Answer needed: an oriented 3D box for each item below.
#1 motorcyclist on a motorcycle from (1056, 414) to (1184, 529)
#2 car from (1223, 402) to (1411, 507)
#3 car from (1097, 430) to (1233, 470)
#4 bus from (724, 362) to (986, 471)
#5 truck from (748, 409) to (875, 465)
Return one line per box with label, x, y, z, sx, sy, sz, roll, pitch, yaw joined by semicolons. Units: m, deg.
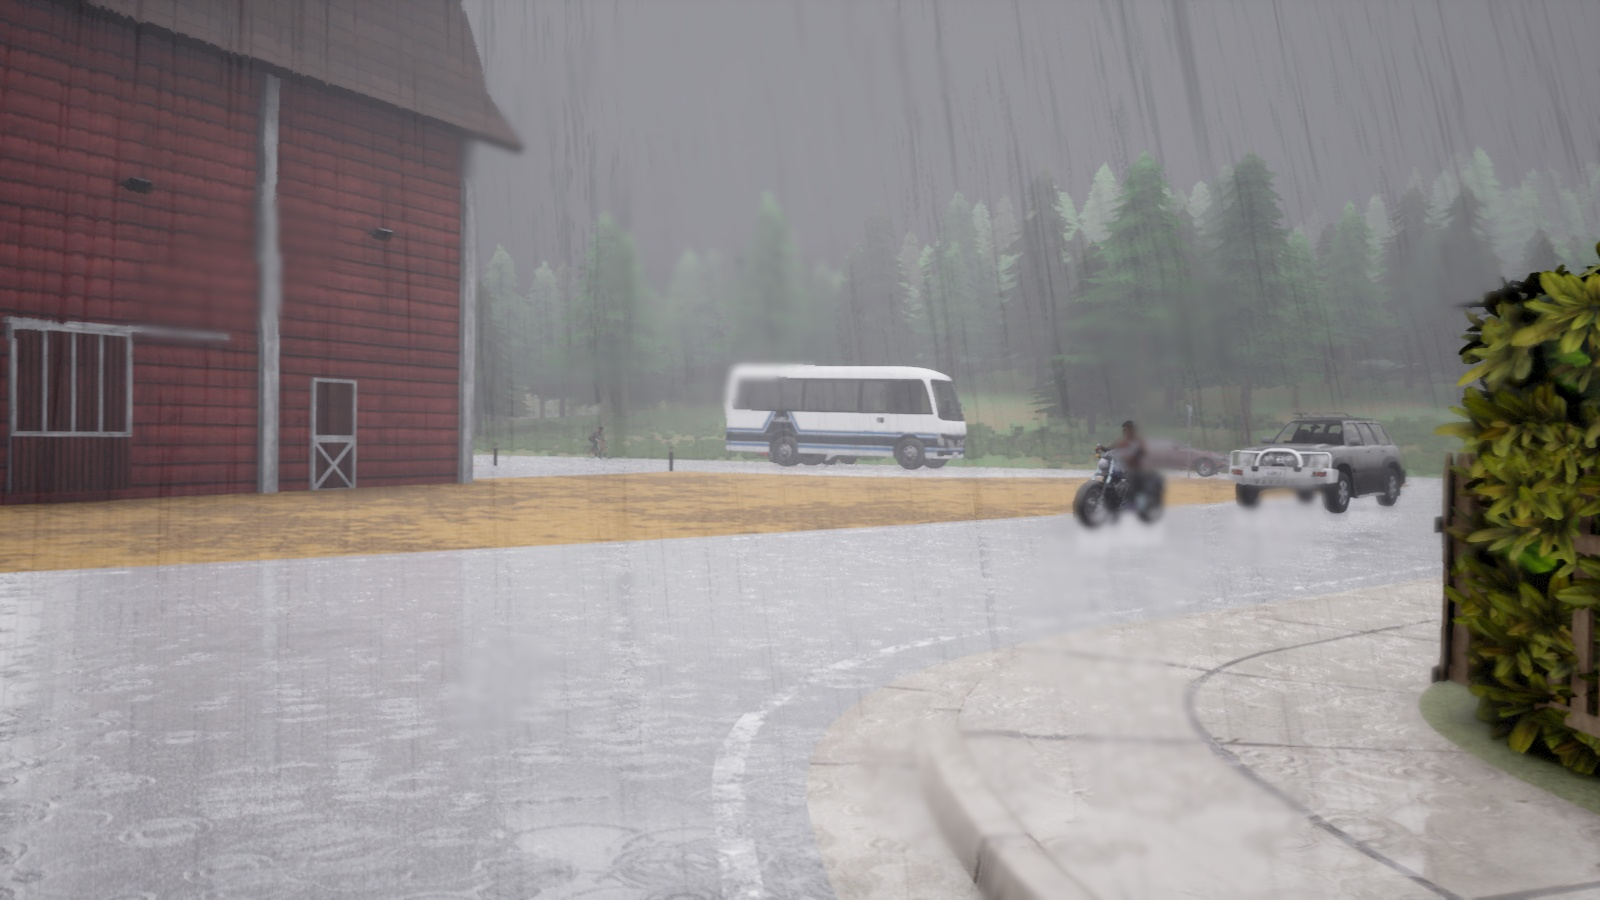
motorcyclist on a motorcycle;4.881;0.287;19.043;2.350;1.649;0.766;-1;1;-45
car;10.168;0.032;24.513;1.932;1.855;4.605;0;1;42
car;13.713;-0.004;47.233;4.674;1.442;1.812;0;1;26
bus;2.261;-1.421;52.855;10.273;4.253;3.944;1;1;26
truck;0.514;-0.580;57.629;5.204;2.467;2.627;0;1;26
